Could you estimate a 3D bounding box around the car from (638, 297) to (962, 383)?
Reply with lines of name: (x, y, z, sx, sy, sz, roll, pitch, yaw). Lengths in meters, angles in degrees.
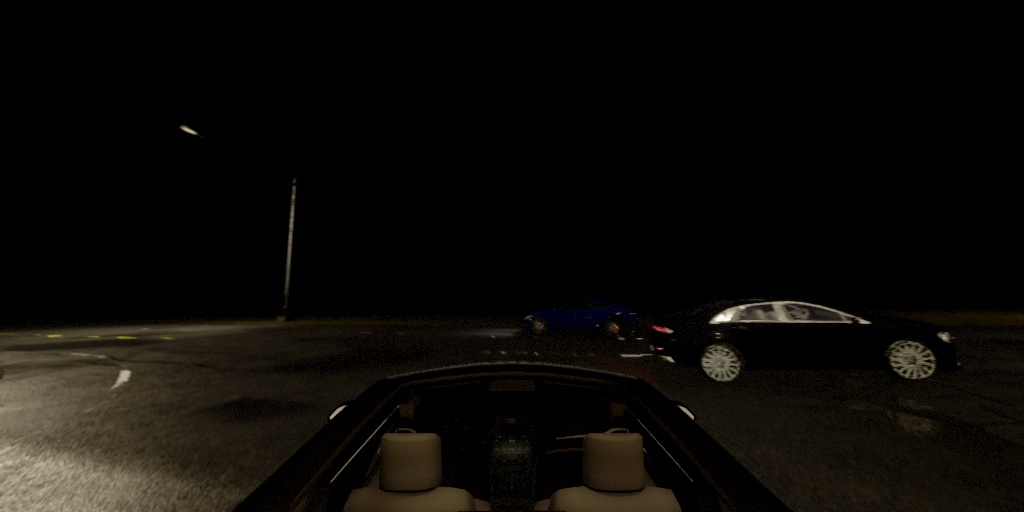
car: (5.328, 1.556, 7.122, 4.902, 1.511, 2.128, -4, -6, 12)

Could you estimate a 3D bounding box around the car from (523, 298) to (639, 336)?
car: (2.777, 2.469, 14.861, 4.674, 1.442, 1.812, -3, -6, 13)
